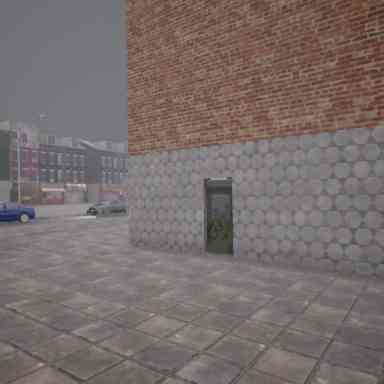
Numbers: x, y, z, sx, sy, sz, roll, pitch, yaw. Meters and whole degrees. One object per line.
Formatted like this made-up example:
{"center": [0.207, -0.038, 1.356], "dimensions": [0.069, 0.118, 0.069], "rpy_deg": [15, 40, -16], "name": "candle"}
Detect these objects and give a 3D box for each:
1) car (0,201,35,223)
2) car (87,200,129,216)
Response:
{"center": [-13.220, 1.430, 22.441], "dimensions": [1.882, 1.535, 5.008], "rpy_deg": [-2, 0, 35], "name": "car"}
{"center": [-7.532, 1.410, 30.511], "dimensions": [1.994, 1.385, 4.181], "rpy_deg": [-2, 0, 35], "name": "car"}
